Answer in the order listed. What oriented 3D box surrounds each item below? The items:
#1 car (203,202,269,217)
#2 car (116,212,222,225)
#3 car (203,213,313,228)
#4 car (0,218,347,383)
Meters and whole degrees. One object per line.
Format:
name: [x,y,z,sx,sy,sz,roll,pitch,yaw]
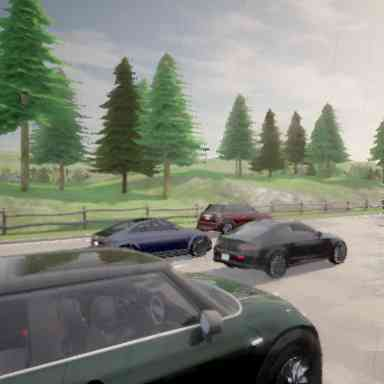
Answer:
car: [2.556,1.357,18.491,4.553,1.767,2.097,0,0,-36]
car: [-1.317,1.572,11.439,4.181,1.385,1.994,0,0,-35]
car: [2.749,1.527,10.028,4.674,1.442,1.812,0,0,-35]
car: [-0.758,1.355,3.232,4.553,1.767,2.097,0,0,-35]
